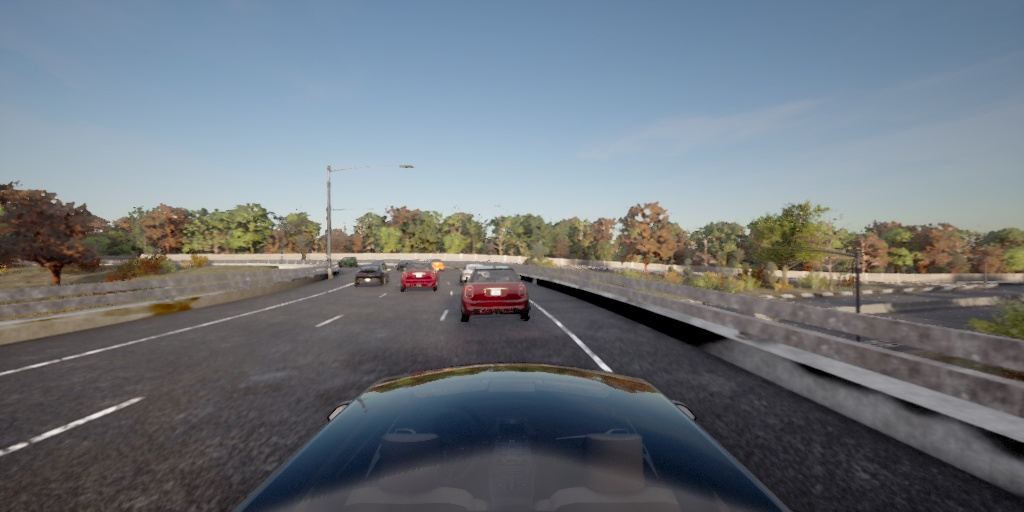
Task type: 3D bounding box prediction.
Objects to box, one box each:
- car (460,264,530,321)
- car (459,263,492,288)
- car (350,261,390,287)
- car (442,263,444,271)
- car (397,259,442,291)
[{"bbox_3d":[-0.703,1.107,12.675,2.097,1.767,4.553,0,0,-6],"label":"car"},{"bbox_3d":[-2.664,1.294,25.349,1.812,1.442,4.674,0,0,-12],"label":"car"},{"bbox_3d":[-9.915,1.312,25.635,1.837,1.490,4.892,0,0,-13],"label":"car"},{"bbox_3d":[-10.831,1.169,49.319,2.097,1.767,4.553,0,0,-25],"label":"car"},{"bbox_3d":[-5.642,1.135,22.308,2.097,1.767,4.553,0,0,-11],"label":"car"}]
